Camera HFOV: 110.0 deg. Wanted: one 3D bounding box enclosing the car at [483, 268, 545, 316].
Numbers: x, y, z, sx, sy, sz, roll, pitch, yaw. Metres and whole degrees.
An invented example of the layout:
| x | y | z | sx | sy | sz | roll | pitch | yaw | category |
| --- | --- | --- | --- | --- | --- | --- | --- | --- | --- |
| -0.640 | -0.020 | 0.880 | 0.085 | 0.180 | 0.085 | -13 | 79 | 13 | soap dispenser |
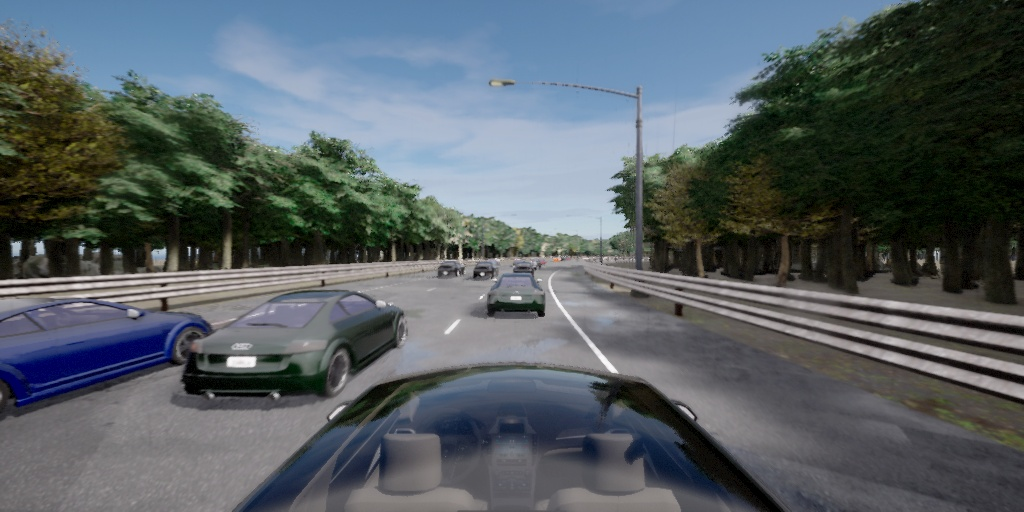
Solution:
| x | y | z | sx | sy | sz | roll | pitch | yaw | category |
| --- | --- | --- | --- | --- | --- | --- | --- | --- | --- |
| 0.182 | 1.319 | 13.466 | 1.994 | 1.385 | 4.181 | 0 | 0 | 2 | car |

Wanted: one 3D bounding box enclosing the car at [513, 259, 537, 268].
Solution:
| x | y | z | sx | sy | sz | roll | pitch | yaw | category |
| --- | --- | --- | --- | --- | --- | --- | --- | --- | --- |
| 1.117 | 1.267 | 32.684 | 1.837 | 1.490 | 4.892 | 0 | 0 | 4 | car |

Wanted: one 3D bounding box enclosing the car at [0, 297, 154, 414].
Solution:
| x | y | z | sx | sy | sz | roll | pitch | yaw | category |
| --- | --- | --- | --- | --- | --- | --- | --- | --- | --- |
| -6.903 | 1.301 | 5.363 | 1.994 | 1.385 | 4.181 | 0 | 0 | 1 | car |

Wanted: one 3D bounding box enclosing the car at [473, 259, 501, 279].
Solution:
| x | y | z | sx | sy | sz | roll | pitch | yaw | category |
| --- | --- | --- | --- | --- | --- | --- | --- | --- | --- |
| -2.321 | 1.260 | 32.726 | 1.837 | 1.490 | 4.892 | 0 | 0 | 4 | car |

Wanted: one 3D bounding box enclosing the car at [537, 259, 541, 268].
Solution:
| x | y | z | sx | sy | sz | roll | pitch | yaw | category |
| --- | --- | --- | --- | --- | --- | --- | --- | --- | --- |
| 2.533 | 1.368 | 48.680 | 1.895 | 1.301 | 4.718 | 0 | 0 | 6 | car |

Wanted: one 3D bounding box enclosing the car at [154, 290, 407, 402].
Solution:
| x | y | z | sx | sy | sz | roll | pitch | yaw | category |
| --- | --- | --- | --- | --- | --- | --- | --- | --- | --- |
| -3.387 | 1.308 | 6.526 | 1.994 | 1.385 | 4.181 | 0 | 0 | 1 | car |

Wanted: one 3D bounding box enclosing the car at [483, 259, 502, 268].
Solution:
| x | y | z | sx | sy | sz | roll | pitch | yaw | category |
| --- | --- | --- | --- | --- | --- | --- | --- | --- | --- |
| -3.210 | 1.283 | 60.240 | 2.033 | 1.411 | 5.357 | 0 | 0 | 9 | car |

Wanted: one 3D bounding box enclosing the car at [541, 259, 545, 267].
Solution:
| x | y | z | sx | sy | sz | roll | pitch | yaw | category |
| --- | --- | --- | --- | --- | --- | --- | --- | --- | --- |
| 3.985 | 1.249 | 60.606 | 2.128 | 1.511 | 4.902 | 0 | 0 | 8 | car |

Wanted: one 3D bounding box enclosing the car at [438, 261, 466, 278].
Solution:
| x | y | z | sx | sy | sz | roll | pitch | yaw | category |
| --- | --- | --- | --- | --- | --- | --- | --- | --- | --- |
| -5.727 | 1.254 | 34.374 | 1.837 | 1.490 | 4.892 | 0 | 0 | 4 | car |
